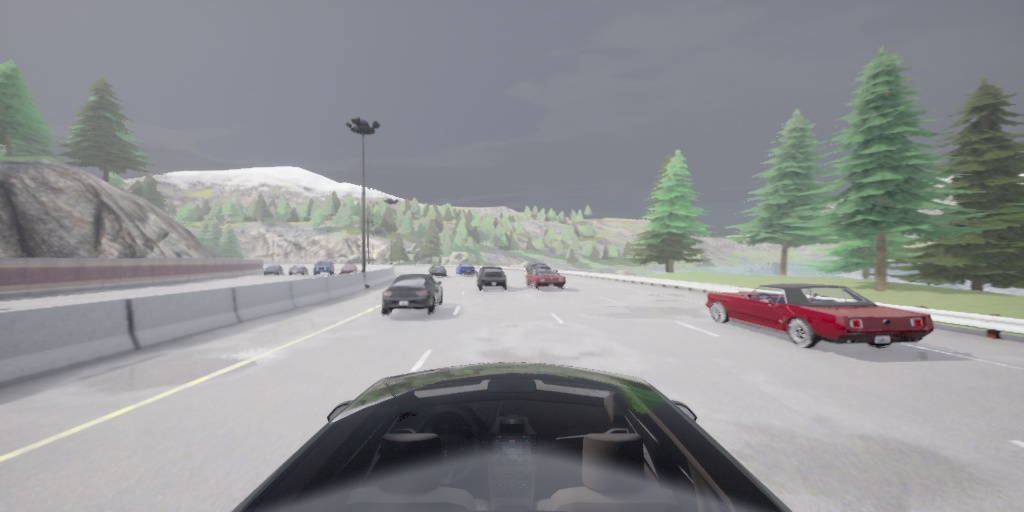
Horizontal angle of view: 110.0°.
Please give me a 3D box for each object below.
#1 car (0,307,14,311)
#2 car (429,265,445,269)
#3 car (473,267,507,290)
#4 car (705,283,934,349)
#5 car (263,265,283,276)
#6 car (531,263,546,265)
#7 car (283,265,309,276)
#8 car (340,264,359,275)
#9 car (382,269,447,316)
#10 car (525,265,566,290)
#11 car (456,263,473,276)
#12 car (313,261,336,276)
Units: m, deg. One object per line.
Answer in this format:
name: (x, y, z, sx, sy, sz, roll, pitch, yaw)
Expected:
car: (-14.221, 1.557, 7.321, 1.895, 1.301, 4.718, -1, -1, -2)
car: (-9.170, 1.788, 43.918, 1.994, 1.385, 4.181, 0, -1, -16)
car: (-1.506, 1.477, 24.840, 1.837, 1.490, 4.892, 0, 0, -9)
car: (7.035, 1.339, 9.103, 1.895, 1.301, 4.718, -1, 0, -2)
car: (-34.016, 2.065, 51.312, 1.837, 1.490, 4.892, 0, 0, -21)
car: (2.801, 1.559, 39.519, 1.837, 1.490, 4.892, 0, 0, -14)
car: (-29.871, 2.000, 50.271, 2.128, 1.511, 4.902, 0, -1, -20)
car: (-21.579, 1.872, 47.738, 1.882, 1.535, 5.008, 0, -1, -18)
car: (-3.837, 1.429, 14.289, 1.812, 1.442, 4.674, 0, 0, -5)
car: (2.144, 1.527, 24.327, 1.895, 1.301, 4.718, -1, 0, -8)
car: (-6.040, 1.685, 45.920, 1.882, 1.535, 5.008, 0, -1, -17)
car: (-25.840, 1.670, 49.541, 2.150, 2.045, 5.566, 0, -1, -19)
